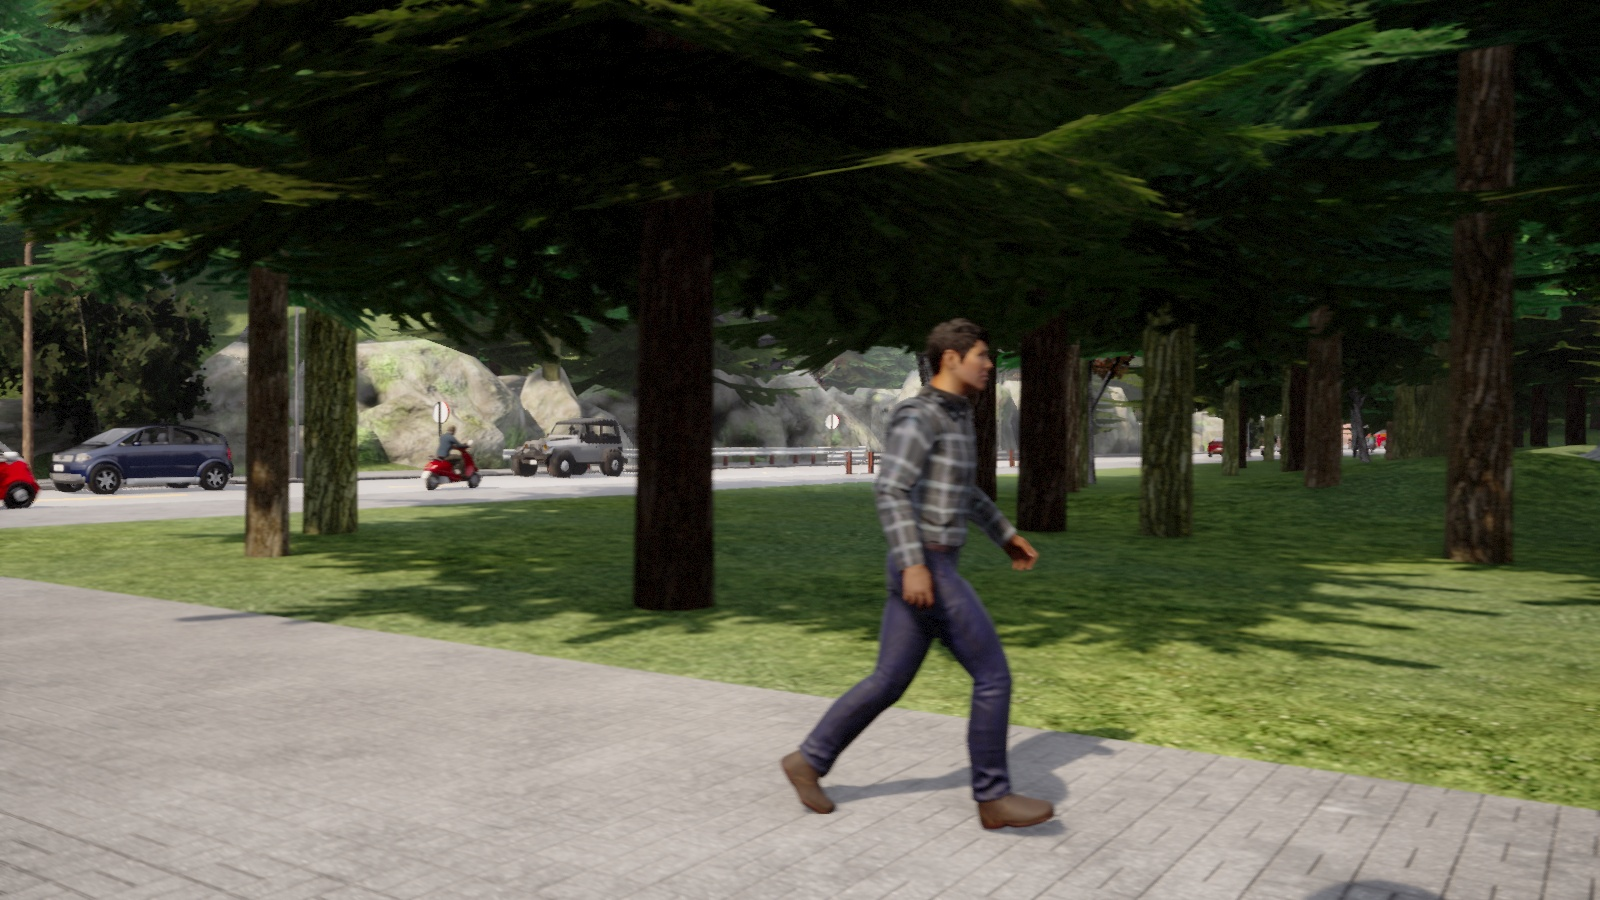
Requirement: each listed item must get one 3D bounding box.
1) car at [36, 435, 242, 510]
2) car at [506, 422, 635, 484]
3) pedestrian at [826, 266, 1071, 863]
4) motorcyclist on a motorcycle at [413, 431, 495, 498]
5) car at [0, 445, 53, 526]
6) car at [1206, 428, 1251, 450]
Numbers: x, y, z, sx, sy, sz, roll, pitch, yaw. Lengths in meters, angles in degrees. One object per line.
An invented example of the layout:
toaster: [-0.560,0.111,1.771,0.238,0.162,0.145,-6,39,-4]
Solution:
car: [-14.904,0.456,28.473,1.789,1.549,3.705,0,1,33]
car: [-7.271,0.046,40.109,1.905,1.878,3.866,0,1,33]
pedestrian: [0.531,0.376,4.394,0.788,1.949,0.423,0,1,14]
motorcyclist on a motorcycle: [-8.504,0.340,30.933,0.866,1.590,1.817,0,1,33]
car: [-14.426,0.622,21.626,1.481,1.376,2.207,0,1,30]
car: [31.031,-0.813,90.887,1.882,1.535,5.008,0,1,34]
